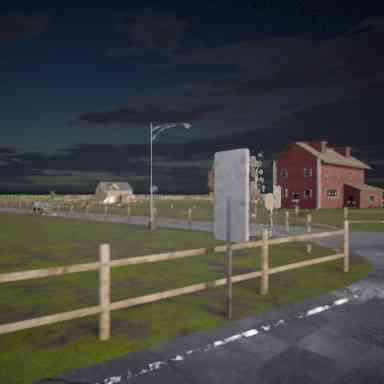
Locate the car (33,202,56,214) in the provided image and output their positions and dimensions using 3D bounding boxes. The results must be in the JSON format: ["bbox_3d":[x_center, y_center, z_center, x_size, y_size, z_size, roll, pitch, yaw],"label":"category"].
[{"bbox_3d":[-21.667,2.221,48.825,2.097,1.767,4.553,1,-1,-43],"label":"car"}]
